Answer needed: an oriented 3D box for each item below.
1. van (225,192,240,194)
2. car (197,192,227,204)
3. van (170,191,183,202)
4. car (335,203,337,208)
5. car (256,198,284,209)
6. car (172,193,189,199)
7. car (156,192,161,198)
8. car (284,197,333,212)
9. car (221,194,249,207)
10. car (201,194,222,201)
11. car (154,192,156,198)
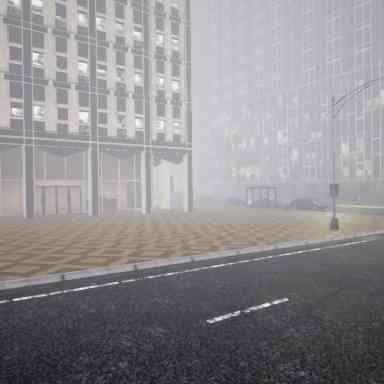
[{"bbox_3d":[7.006,0.855,60.134,1.690,1.788,3.998,0,1,-34],"label":"van"},{"bbox_3d":[2.897,1.165,55.911,2.033,1.411,5.357,-1,1,-34],"label":"car"},{"bbox_3d":[-3.120,0.937,60.112,1.690,1.788,3.998,0,1,-34],"label":"van"},{"bbox_3d":[14.504,1.331,38.849,1.812,1.442,4.674,-1,1,-34],"label":"car"},{"bbox_3d":[9.592,1.388,41.269,1.802,1.307,4.206,0,1,-34],"label":"car"},{"bbox_3d":[-2.598,0.936,74.226,1.802,1.307,4.206,0,1,-34],"label":"car"},{"bbox_3d":[-5.800,0.615,78.919,2.192,1.841,5.009,0,1,-34],"label":"car"},{"bbox_3d":[12.780,1.423,36.561,1.947,1.339,4.313,0,1,-34],"label":"car"},{"bbox_3d":[6.439,1.319,45.997,1.947,1.339,4.313,0,1,-34],"label":"car"},{"bbox_3d":[3.805,1.043,64.833,1.802,1.307,4.206,0,1,-34],"label":"car"},{"bbox_3d":[-9.002,0.686,83.616,1.967,1.590,4.097,0,1,-34],"label":"car"}]
